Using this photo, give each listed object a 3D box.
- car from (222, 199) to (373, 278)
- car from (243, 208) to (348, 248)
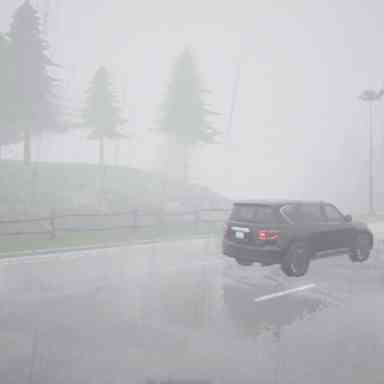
[{"bbox_3d":[3.467,1.254,10.527,5.566,2.045,2.150,0,0,-36],"label":"car"},{"bbox_3d":[5.090,1.595,16.000,5.357,1.411,2.033,0,0,-36],"label":"car"}]
